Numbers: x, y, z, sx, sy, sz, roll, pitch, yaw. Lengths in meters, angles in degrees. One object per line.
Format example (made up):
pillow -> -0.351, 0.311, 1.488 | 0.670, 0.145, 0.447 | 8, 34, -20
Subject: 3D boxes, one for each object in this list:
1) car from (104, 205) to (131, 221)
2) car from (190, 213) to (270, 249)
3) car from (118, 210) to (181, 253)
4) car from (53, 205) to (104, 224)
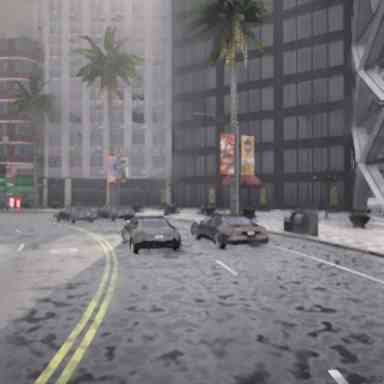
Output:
car -> -7.226, 1.843, 30.194 | 2.033, 1.411, 5.357 | 0, -1, -43
car -> 1.528, 1.695, 15.473 | 2.033, 1.411, 5.357 | 0, -1, -18
car -> -1.905, 1.707, 14.664 | 1.994, 1.385, 4.181 | 0, -1, -19
car -> -9.789, 1.822, 27.811 | 2.033, 1.411, 5.357 | 0, -1, -43
